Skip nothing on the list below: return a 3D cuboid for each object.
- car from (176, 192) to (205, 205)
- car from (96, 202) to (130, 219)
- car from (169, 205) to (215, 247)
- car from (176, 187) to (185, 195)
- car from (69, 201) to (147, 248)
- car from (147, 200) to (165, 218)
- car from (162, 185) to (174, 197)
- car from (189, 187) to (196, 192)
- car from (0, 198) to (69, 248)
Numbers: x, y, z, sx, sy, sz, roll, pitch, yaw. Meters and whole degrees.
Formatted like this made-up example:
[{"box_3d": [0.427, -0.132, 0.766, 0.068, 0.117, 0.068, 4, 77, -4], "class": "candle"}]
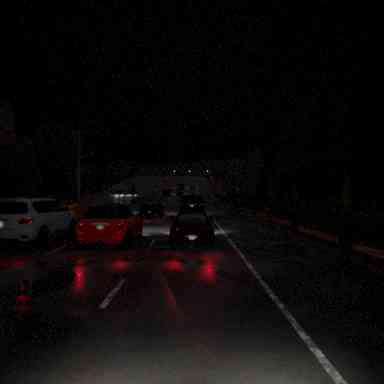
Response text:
[{"box_3d": [0.000, 1.256, 29.856, 2.150, 2.045, 5.566, 0, 0, 0], "class": "car"}, {"box_3d": [-7.000, 1.615, 29.856, 1.895, 1.301, 4.718, 0, 0, 0], "class": "car"}, {"box_3d": [0.000, 1.531, 14.826, 1.812, 1.442, 4.674, 0, 0, 0], "class": "car"}, {"box_3d": [-3.432, 0.307, 91.107, 1.882, 1.535, 5.008, 0, 6, 0], "class": "car"}, {"box_3d": [-3.500, 1.364, 14.796, 2.097, 1.767, 4.553, 0, 0, 0], "class": "car"}, {"box_3d": [-3.500, 1.483, 29.826, 1.882, 1.535, 5.008, 0, 0, 0], "class": "car"}, {"box_3d": [-6.932, 0.052, 91.132, 2.150, 2.045, 5.566, 0, 6, 0], "class": "car"}, {"box_3d": [0.068, 0.307, 91.088, 1.882, 1.535, 5.008, 0, 6, 0], "class": "car"}, {"box_3d": [-7.000, 1.256, 14.856, 2.150, 2.045, 5.566, 0, 0, 0], "class": "car"}]
